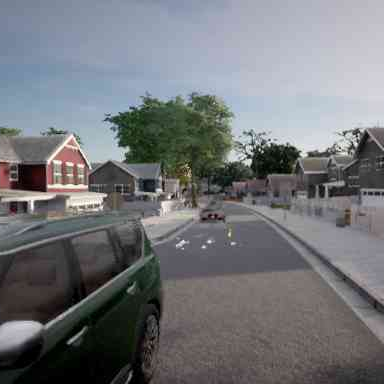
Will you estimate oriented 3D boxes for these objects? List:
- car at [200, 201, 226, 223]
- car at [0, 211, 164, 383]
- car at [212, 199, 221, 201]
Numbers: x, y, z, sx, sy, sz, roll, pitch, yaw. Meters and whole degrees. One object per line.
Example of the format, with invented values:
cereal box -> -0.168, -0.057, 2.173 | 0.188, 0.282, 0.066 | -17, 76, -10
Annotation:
car -> 1.792, 1.737, 27.480 | 1.994, 1.385, 4.181 | 0, 0, 6
car -> -1.816, 1.250, 2.666 | 2.150, 2.045, 5.566 | -1, -1, 10
car -> 3.862, 1.853, 52.261 | 2.128, 1.511, 4.902 | 0, 0, 3
